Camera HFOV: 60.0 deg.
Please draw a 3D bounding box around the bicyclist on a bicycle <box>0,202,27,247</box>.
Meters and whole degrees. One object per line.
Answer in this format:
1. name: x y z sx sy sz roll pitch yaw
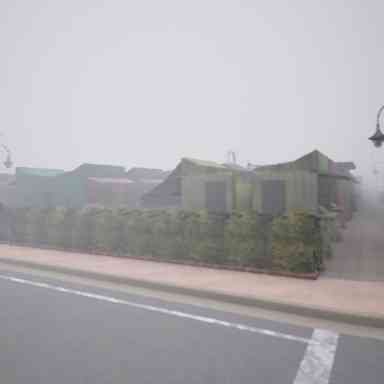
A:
1. bicyclist on a bicycle: -6.669 1.167 11.943 0.582 1.620 1.656 0 6 29
